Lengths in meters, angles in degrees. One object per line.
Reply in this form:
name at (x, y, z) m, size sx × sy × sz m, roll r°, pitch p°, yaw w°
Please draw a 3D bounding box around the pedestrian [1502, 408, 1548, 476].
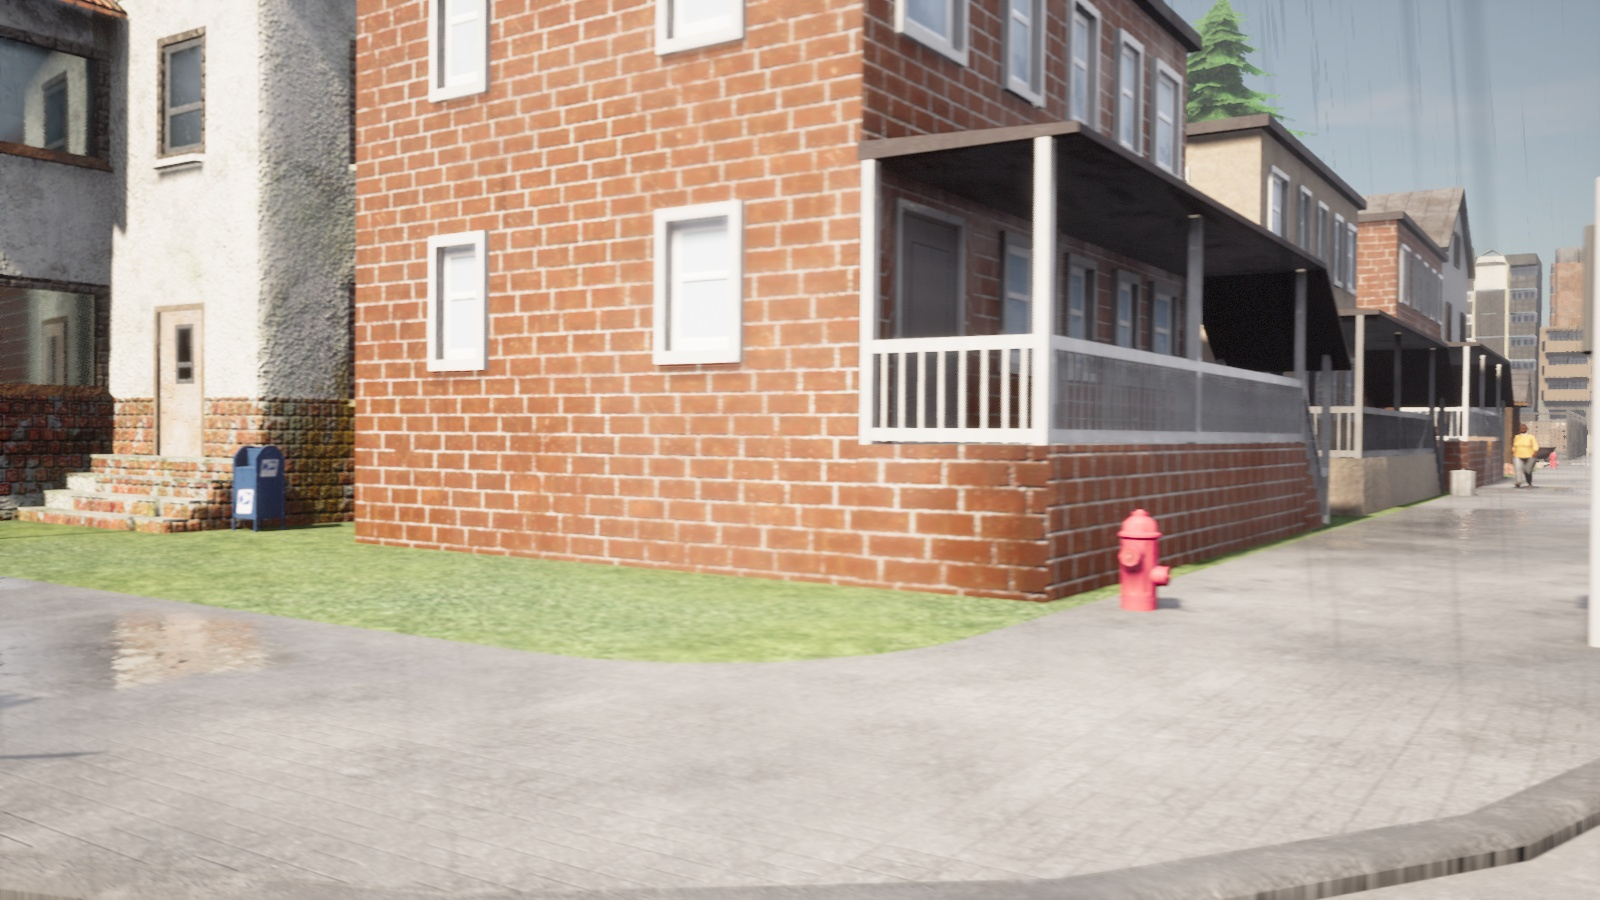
pedestrian at (20.094, -0.215, 34.806) m, size 0.900 × 1.855 × 0.874 m, roll -1°, pitch 1°, yaw -42°
